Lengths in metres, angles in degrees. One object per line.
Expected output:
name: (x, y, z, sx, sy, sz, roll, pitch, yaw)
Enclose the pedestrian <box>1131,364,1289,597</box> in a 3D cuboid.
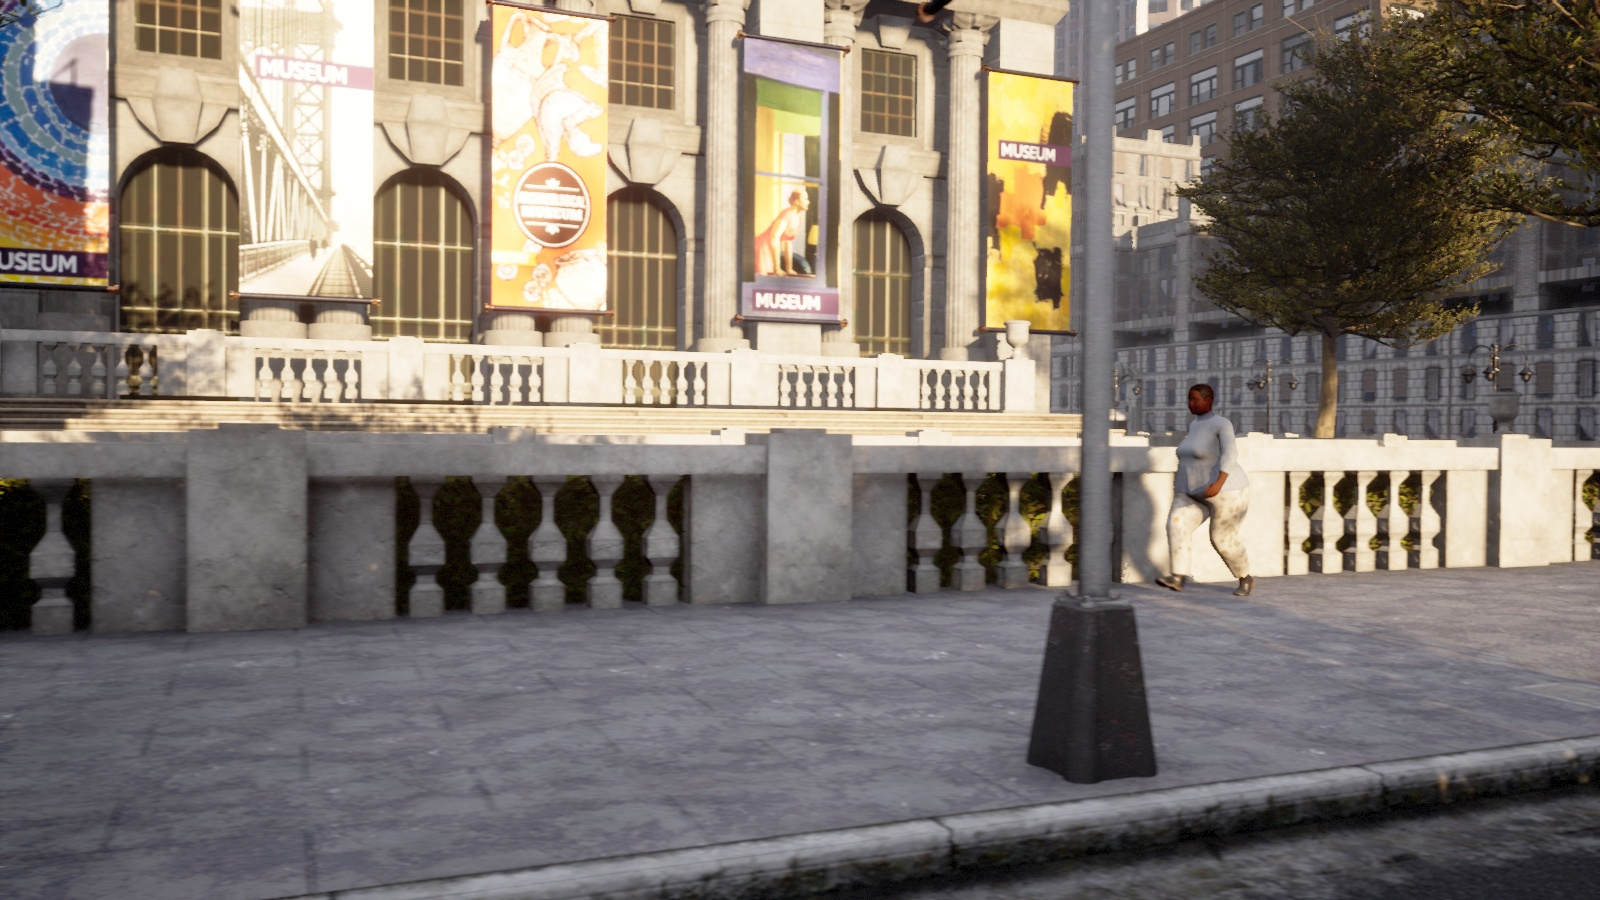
pedestrian: (3.432, 0.231, 10.550, 0.900, 1.855, 0.874, -1, 1, -23)
